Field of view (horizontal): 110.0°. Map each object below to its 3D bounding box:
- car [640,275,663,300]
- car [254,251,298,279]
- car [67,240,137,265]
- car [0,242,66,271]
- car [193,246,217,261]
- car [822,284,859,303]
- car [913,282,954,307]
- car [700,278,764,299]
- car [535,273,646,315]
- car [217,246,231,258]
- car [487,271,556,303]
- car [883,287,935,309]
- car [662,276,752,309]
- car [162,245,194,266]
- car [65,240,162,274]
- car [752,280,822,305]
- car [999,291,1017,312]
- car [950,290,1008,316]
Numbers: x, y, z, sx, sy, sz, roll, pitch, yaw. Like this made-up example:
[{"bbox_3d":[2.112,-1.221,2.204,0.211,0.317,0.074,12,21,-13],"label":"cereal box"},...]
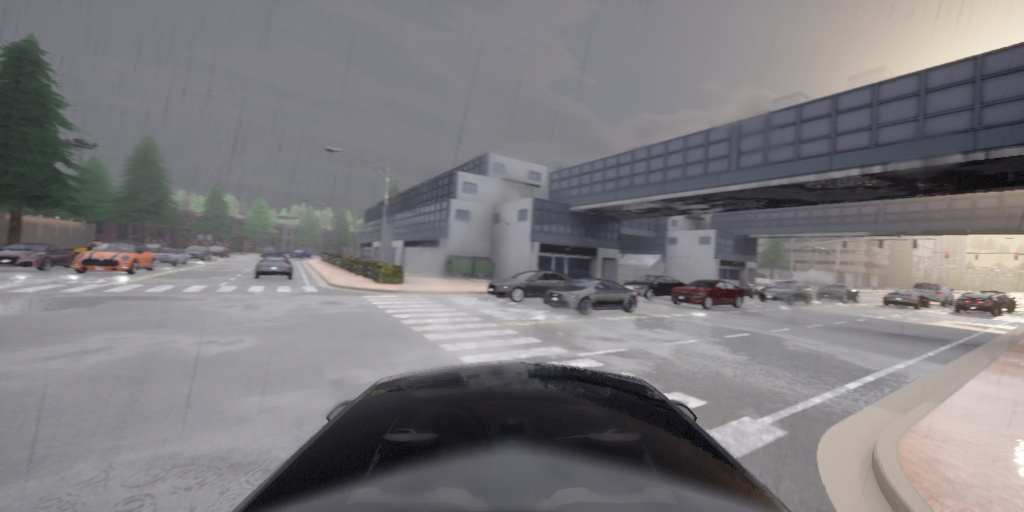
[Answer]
[{"bbox_3d":[9.076,1.967,22.992,4.902,1.511,2.128,4,-1,-32],"label":"car"},{"bbox_3d":[-14.908,0.629,22.609,1.994,1.385,4.181,4,-1,-32],"label":"car"},{"bbox_3d":[-29.596,-0.288,26.091,1.882,1.535,5.008,4,-1,-31],"label":"car"},{"bbox_3d":[-25.064,-0.002,18.736,1.994,1.385,4.181,4,-1,-32],"label":"car"},{"bbox_3d":[-31.559,-0.285,35.991,1.837,1.490,4.892,4,-1,-31],"label":"car"},{"bbox_3d":[27.813,3.150,30.622,4.892,1.490,1.837,4,-1,-32],"label":"car"},{"bbox_3d":[39.733,3.595,33.922,5.566,2.045,2.150,4,-1,-32],"label":"car"},{"bbox_3d":[17.370,2.558,28.220,5.357,1.411,2.033,4,-1,-32],"label":"car"},{"bbox_3d":[3.392,1.636,15.275,4.181,1.385,1.994,4,-1,-33],"label":"car"},{"bbox_3d":[-36.904,-0.544,44.981,1.882,1.535,5.008,4,-1,-27],"label":"car"},{"bbox_3d":[1.099,1.467,18.014,4.892,1.490,1.837,4,-1,-31],"label":"car"},{"bbox_3d":[31.797,3.427,28.881,4.181,1.385,1.994,4,-1,-31],"label":"car"},{"bbox_3d":[10.976,2.038,20.052,5.008,1.535,1.882,4,-1,-32],"label":"car"},{"bbox_3d":[-26.232,0.044,27.274,1.895,1.301,4.718,4,-1,-32],"label":"car"},{"bbox_3d":[-21.496,0.003,19.632,2.097,1.767,4.553,4,-1,-32],"label":"car"},{"bbox_3d":[19.384,2.594,25.347,4.902,1.511,2.128,4,-1,-32],"label":"car"},{"bbox_3d":[42.034,3.836,31.233,4.553,1.767,2.097,4,-1,-32],"label":"car"},{"bbox_3d":[34.137,3.480,26.201,4.892,1.490,1.837,4,-1,-32],"label":"car"}]
